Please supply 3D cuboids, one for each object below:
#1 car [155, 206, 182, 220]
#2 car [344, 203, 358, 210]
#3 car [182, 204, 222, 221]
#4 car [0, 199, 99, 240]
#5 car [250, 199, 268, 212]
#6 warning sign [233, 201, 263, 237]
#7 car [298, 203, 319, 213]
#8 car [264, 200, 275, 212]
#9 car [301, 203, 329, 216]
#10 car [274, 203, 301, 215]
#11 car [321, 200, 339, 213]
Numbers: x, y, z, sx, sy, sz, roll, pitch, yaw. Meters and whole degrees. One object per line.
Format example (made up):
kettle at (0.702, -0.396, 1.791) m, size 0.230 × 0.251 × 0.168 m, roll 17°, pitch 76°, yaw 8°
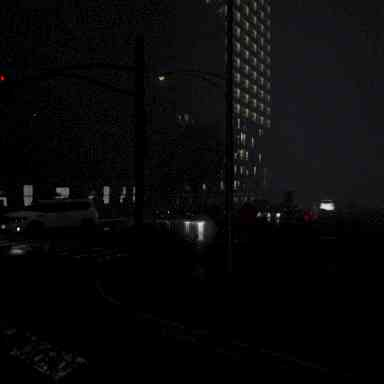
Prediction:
car at (-1.712, 2.108, 34.556) m, size 1.895 × 1.301 × 4.718 m, roll 0°, pitch -1°, yaw 33°
car at (31.480, 2.831, 65.733) m, size 1.812 × 1.442 × 4.674 m, roll 0°, pitch -1°, yaw 33°
car at (1.345, 2.028, 33.295) m, size 1.837 × 1.490 × 4.892 m, roll 0°, pitch -1°, yaw 33°
car at (-7.918, 1.439, 18.942) m, size 2.150 × 2.045 × 5.566 m, roll 0°, pitch -1°, yaw 33°
car at (10.828, 2.129, 53.811) m, size 2.150 × 2.045 × 5.566 m, roll 0°, pitch -1°, yaw 33°
warning sign at (3.109, 1.450, 18.570) m, size 1.300 × 1.860 × 1.060 m, roll 1°, pitch 1°, yaw 33°
car at (19.164, 2.568, 54.737) m, size 2.033 × 1.411 × 5.357 m, roll 0°, pitch -1°, yaw 33°
car at (13.379, 2.427, 51.779) m, size 1.837 × 1.490 × 4.892 m, roll 0°, pitch -1°, yaw 33°
car at (16.496, 2.450, 44.520) m, size 1.895 × 1.301 × 4.718 m, roll 0°, pitch -1°, yaw 33°
car at (13.629, 2.387, 46.075) m, size 2.033 × 1.411 × 5.357 m, roll 0°, pitch -1°, yaw 33°
car at (21.913, 2.248, 53.003) m, size 2.150 × 2.045 × 5.566 m, roll 0°, pitch -1°, yaw 33°
